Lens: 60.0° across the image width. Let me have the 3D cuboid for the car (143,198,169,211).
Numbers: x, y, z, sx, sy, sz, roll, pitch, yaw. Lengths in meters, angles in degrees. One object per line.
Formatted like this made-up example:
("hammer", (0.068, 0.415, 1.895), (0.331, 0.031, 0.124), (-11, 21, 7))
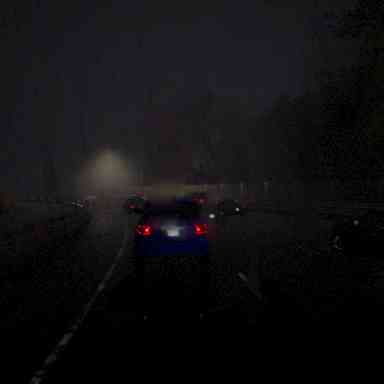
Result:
("car", (-4.327, 1.406, 39.407), (1.994, 1.385, 4.181), (0, 0, -22))

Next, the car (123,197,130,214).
("car", (-5.699, 1.419, 33.194), (2.033, 1.411, 5.357), (0, 0, -18))

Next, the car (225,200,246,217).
("car", (3.114, 1.437, 29.731), (1.994, 1.385, 4.181), (0, 0, -20))

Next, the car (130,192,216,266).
("car", (-0.812, 1.176, 11.603), (2.150, 2.045, 5.566), (0, 1, -7))

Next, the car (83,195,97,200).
("car", (-24.196, 1.314, 78.416), (1.895, 1.301, 4.718), (0, 0, -36))

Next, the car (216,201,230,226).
("car", (0.813, 1.467, 22.543), (1.994, 1.385, 4.181), (0, 0, -12))

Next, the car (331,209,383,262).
("car", (6.308, 1.295, 10.469), (2.097, 1.767, 4.553), (0, 0, -5))

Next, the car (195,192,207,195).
("car", (0.117, 1.062, 37.686), (2.150, 2.045, 5.566), (0, 0, -20))

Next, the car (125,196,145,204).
("car", (-10.060, 1.342, 58.278), (1.994, 1.385, 4.181), (0, 0, -33))
